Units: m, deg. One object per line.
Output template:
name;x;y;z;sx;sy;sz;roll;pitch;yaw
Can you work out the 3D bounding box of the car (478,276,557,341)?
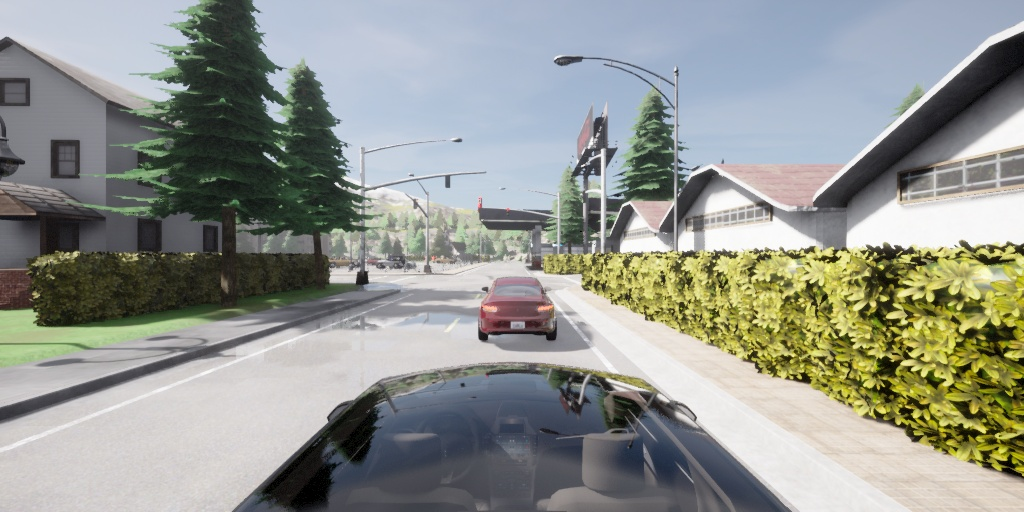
car;0.128;1.276;9.778;1.812;1.442;4.674;0;0;0
